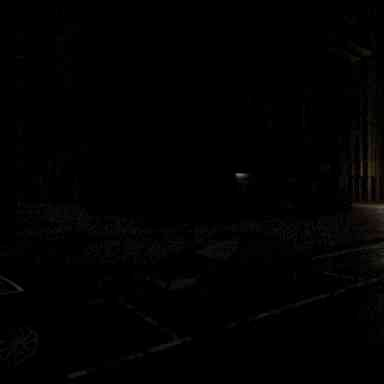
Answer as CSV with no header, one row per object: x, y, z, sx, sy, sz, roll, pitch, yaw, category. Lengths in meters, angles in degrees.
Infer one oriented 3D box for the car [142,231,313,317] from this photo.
0.960,1.560,7.337,4.206,1.307,1.802,0,0,-36,car

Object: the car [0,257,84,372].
-3.629,1.554,4.063,4.403,1.369,2.008,0,0,-36,car
